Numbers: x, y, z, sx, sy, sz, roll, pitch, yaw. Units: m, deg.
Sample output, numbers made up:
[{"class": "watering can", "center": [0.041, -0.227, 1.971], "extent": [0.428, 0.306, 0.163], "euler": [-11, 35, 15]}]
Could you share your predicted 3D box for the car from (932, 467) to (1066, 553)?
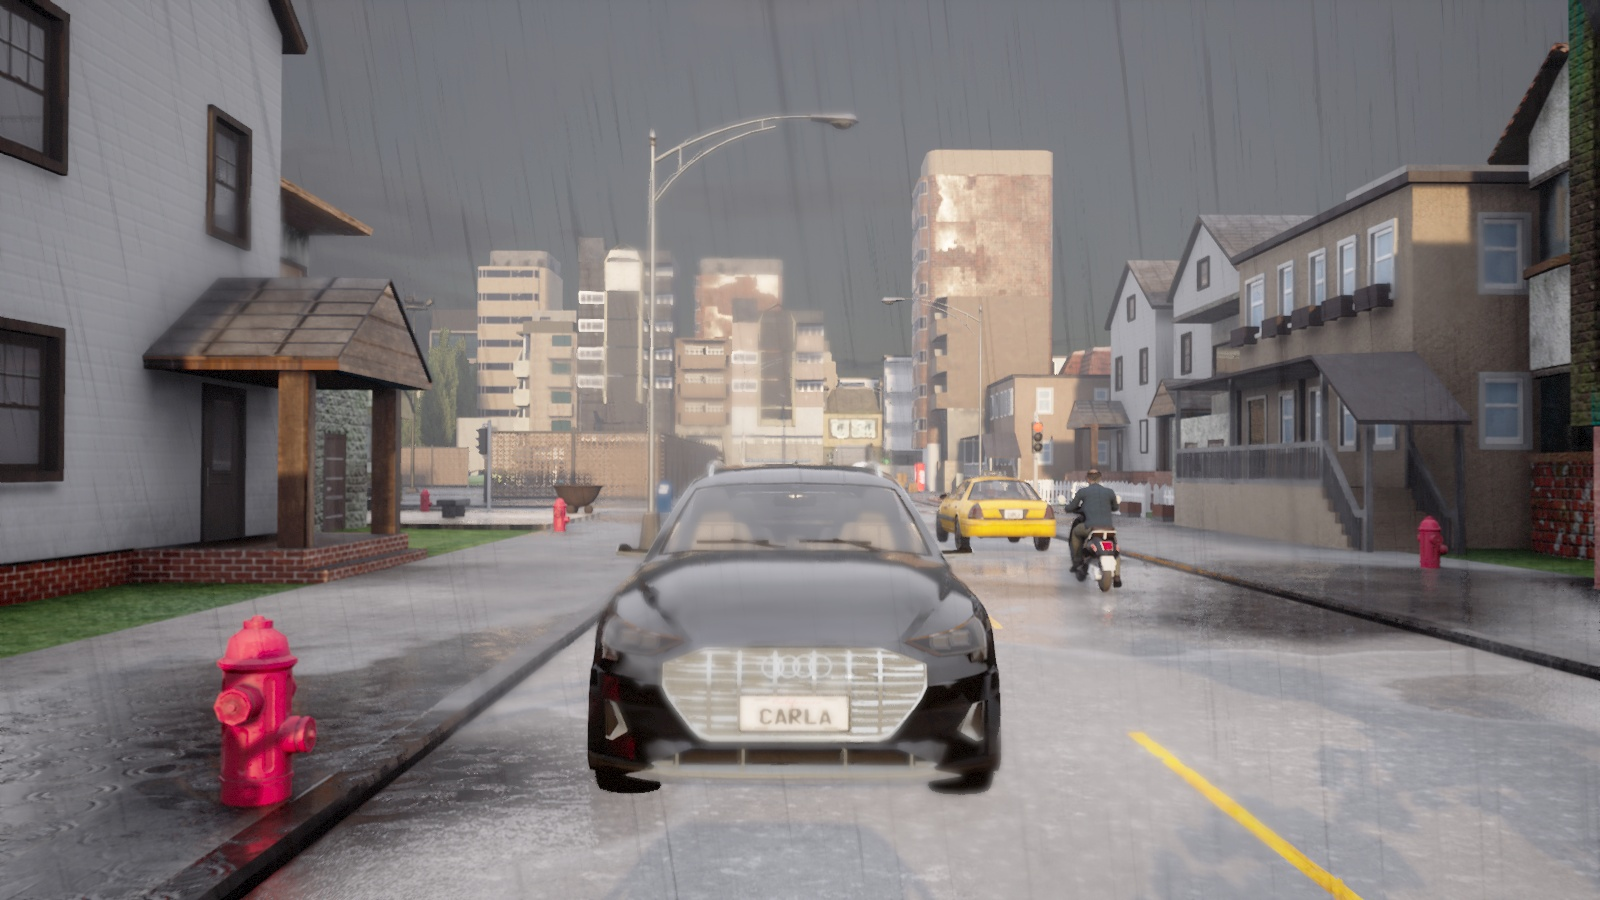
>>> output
[{"class": "car", "center": [3.942, 1.148, 25.736], "extent": [1.801, 1.575, 5.366], "euler": [0, -1, -1]}]

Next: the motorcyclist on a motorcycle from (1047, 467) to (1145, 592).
[{"class": "motorcyclist on a motorcycle", "center": [3.956, 1.021, 16.933], "extent": [0.866, 1.590, 1.817], "euler": [0, -1, 0]}]

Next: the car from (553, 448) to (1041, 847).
[{"class": "car", "center": [-0.021, 0.867, 7.667], "extent": [2.033, 1.649, 4.856], "euler": [0, -1, 0]}]

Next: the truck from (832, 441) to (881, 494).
[{"class": "truck", "center": [3.771, 1.188, 85.885], "extent": [2.891, 3.462, 7.936], "euler": [0, -1, -1]}]
